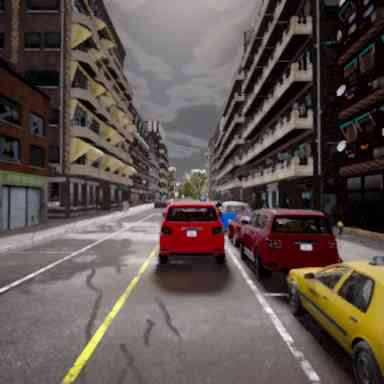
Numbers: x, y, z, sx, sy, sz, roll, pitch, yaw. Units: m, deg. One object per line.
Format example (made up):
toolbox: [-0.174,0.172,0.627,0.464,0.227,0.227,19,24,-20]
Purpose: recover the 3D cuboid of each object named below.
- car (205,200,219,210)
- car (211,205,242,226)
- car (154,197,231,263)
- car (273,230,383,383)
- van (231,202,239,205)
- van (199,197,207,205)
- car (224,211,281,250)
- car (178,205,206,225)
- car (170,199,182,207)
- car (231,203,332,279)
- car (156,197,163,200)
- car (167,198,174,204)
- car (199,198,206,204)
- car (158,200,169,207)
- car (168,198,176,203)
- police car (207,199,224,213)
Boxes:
car: [3.143,2.027,52.425,1.837,1.490,4.892,0,-1,0]
car: [2.699,1.820,26.970,2.008,1.369,4.403,1,-1,0]
car: [0.007,1.352,12.617,2.150,2.045,5.566,0,0,0]
car: [2.700,1.575,4.856,1.752,1.417,4.829,1,-1,0]
van: [2.702,1.555,21.401,1.690,1.788,3.998,1,-1,0]
van: [2.703,2.167,82.681,1.690,1.788,3.998,1,-1,0]
car: [2.700,1.703,15.828,1.887,1.381,4.507,1,-1,0]
car: [0.006,1.823,27.554,2.033,1.411,5.357,0,-1,0]
car: [-3.019,2.192,64.637,2.033,1.411,5.357,0,-1,1]
car: [2.703,1.418,10.260,2.192,1.841,5.009,1,-1,0]
car: [-5.679,1.918,60.437,2.192,1.841,5.009,1,-1,0]
car: [-5.683,2.406,88.119,1.752,1.417,4.829,1,-1,0]
car: [2.704,2.408,88.420,1.752,1.417,4.829,1,-1,0]
car: [-5.683,2.241,66.005,1.802,1.307,4.206,1,-1,0]
car: [-5.684,2.504,93.860,1.947,1.339,4.313,1,-1,0]
police car: [3.131,1.879,45.536,1.930,1.638,5.238,0,-1,0]
